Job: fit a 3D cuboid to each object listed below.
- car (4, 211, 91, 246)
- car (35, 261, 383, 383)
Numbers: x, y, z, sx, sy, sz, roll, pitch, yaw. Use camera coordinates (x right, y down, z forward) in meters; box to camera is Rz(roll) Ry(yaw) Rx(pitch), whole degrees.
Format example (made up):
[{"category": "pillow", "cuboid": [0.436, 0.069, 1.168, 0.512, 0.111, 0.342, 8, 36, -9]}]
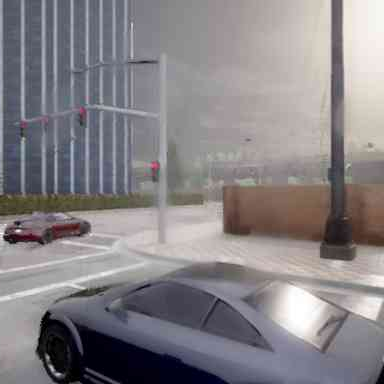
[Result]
[{"category": "car", "cuboid": [-6.612, 1.587, 15.686, 1.994, 1.385, 4.181, -1, 0, 16]}, {"category": "car", "cuboid": [0.007, 1.567, 3.963, 4.181, 1.385, 1.994, 0, 0, 35]}]
